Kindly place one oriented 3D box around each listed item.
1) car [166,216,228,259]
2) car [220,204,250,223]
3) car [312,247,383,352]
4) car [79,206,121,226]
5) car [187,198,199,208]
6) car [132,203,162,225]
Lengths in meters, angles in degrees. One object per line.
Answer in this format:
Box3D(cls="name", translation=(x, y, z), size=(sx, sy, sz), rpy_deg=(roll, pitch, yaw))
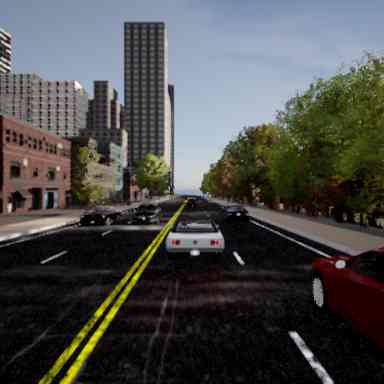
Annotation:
Box3D(cls="car", translation=(0.102, 1.661, 12.885), size=(1.895, 1.301, 4.718), rpy_deg=(0, 0, 0))
Box3D(cls="car", translation=(3.352, 1.669, 26.527), size=(2.033, 1.411, 5.357), rpy_deg=(0, 0, 0))
Box3D(cls="car", translation=(3.350, 1.500, 4.758), size=(1.882, 1.535, 5.008), rpy_deg=(0, 0, 0))
Box3D(cls="car", translation=(-6.595, 1.713, 24.301), size=(1.895, 1.301, 4.718), rpy_deg=(0, 0, 0))
Box3D(cls="car", translation=(0.103, 1.736, 51.755), size=(1.837, 1.490, 4.892), rpy_deg=(0, 0, 0))
Box3D(cls="car", translation=(-3.342, 1.621, 25.375), size=(1.837, 1.490, 4.892), rpy_deg=(0, 0, 0))
